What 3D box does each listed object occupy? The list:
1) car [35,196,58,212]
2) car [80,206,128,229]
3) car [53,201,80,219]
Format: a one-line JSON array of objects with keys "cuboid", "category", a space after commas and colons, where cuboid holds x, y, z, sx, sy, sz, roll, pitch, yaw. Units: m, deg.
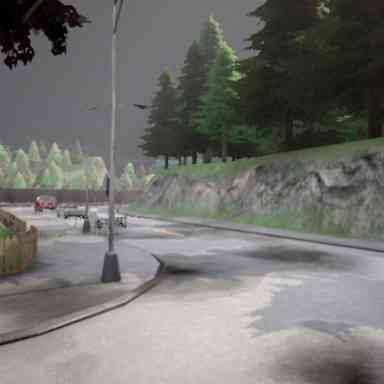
[{"cuboid": [-18.680, 1.493, 42.757, 2.150, 2.045, 5.566, 1, -1, -33], "category": "car"}, {"cuboid": [-6.094, 1.702, 23.264, 1.812, 1.442, 4.674, 1, -1, -33], "category": "car"}, {"cuboid": [-11.452, 1.815, 31.505, 1.895, 1.301, 4.718, 1, -1, -33], "category": "car"}]
